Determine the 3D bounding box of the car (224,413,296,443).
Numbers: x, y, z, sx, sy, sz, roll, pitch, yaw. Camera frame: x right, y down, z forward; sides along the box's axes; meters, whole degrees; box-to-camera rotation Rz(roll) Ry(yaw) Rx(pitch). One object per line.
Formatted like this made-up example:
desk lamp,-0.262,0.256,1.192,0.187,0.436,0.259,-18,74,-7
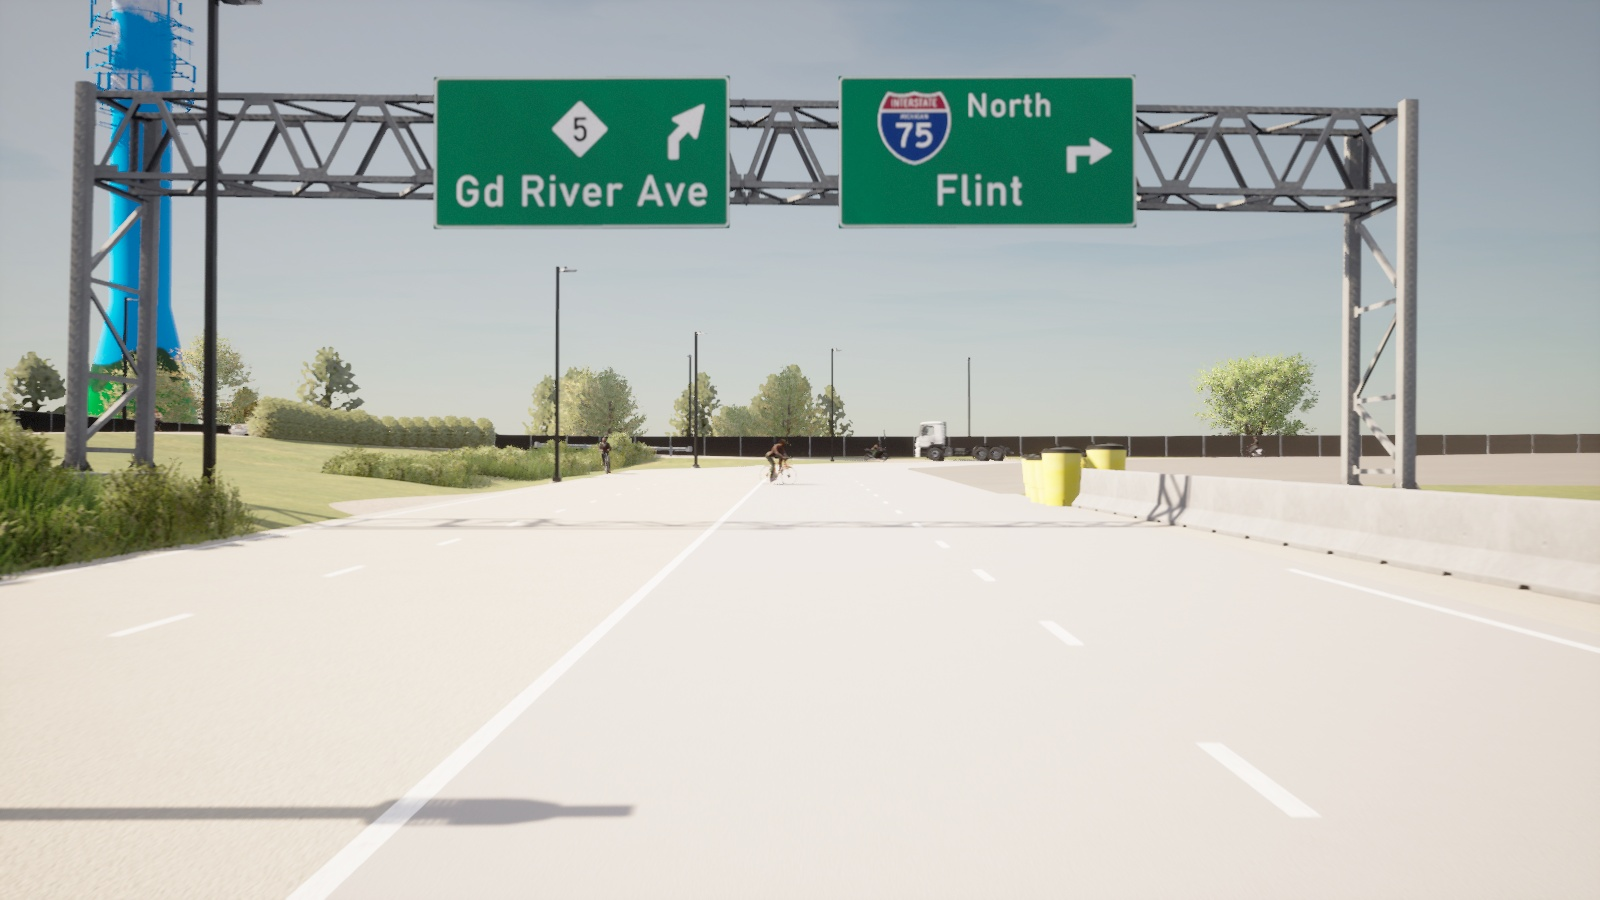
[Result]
car,-37.624,-1.514,87.660,1.932,1.855,4.605,-1,-2,21

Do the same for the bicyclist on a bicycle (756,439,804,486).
bicyclist on a bicycle,-0.707,0.447,44.132,1.656,1.620,0.582,1,0,36
